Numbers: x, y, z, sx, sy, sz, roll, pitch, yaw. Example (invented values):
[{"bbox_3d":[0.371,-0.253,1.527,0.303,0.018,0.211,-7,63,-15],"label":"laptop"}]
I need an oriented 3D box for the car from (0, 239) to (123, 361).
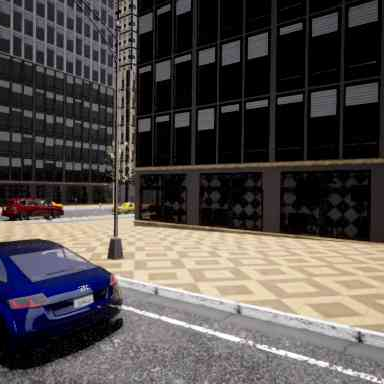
[{"bbox_3d":[-3.235,1.561,5.973,4.181,1.385,1.994,0,0,34],"label":"car"}]

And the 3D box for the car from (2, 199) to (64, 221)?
[{"bbox_3d":[-13.835,1.520,29.184,2.192,1.841,5.009,1,0,36],"label":"car"}]

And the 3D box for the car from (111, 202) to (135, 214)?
[{"bbox_3d":[-7.071,1.830,38.420,1.752,1.417,4.829,1,0,36],"label":"car"}]

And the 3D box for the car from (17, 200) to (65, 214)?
[{"bbox_3d":[-17.367,1.643,38.546,1.752,1.417,4.829,1,0,36],"label":"car"}]
